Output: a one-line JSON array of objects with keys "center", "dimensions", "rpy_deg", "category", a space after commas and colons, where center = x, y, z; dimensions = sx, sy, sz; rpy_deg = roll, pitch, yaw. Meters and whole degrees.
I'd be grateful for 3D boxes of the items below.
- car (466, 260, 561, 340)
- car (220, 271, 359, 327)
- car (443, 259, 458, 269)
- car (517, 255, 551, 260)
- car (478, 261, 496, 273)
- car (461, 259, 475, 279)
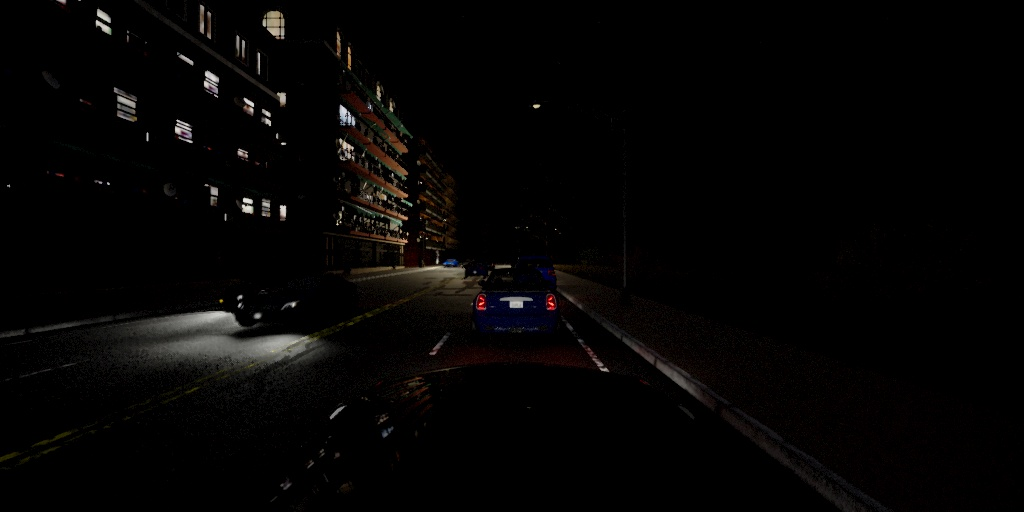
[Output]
[{"center": [0.096, 1.103, 10.136], "dimensions": [2.097, 1.767, 4.553], "rpy_deg": [0, 0, 0], "category": "car"}, {"center": [-6.602, 1.277, 11.641], "dimensions": [1.812, 1.442, 4.674], "rpy_deg": [0, 0, 0], "category": "car"}, {"center": [-9.839, 1.228, 57.954], "dimensions": [1.882, 1.535, 5.008], "rpy_deg": [0, 0, 0], "category": "car"}, {"center": [1.133, 0.977, 19.712], "dimensions": [2.150, 2.045, 5.566], "rpy_deg": [0, 0, 0], "category": "car"}, {"center": [-3.150, 1.315, 45.373], "dimensions": [1.994, 1.385, 4.181], "rpy_deg": [0, 0, 0], "category": "car"}, {"center": [-3.155, 1.230, 32.941], "dimensions": [1.882, 1.535, 5.008], "rpy_deg": [0, 0, 0], "category": "car"}]
